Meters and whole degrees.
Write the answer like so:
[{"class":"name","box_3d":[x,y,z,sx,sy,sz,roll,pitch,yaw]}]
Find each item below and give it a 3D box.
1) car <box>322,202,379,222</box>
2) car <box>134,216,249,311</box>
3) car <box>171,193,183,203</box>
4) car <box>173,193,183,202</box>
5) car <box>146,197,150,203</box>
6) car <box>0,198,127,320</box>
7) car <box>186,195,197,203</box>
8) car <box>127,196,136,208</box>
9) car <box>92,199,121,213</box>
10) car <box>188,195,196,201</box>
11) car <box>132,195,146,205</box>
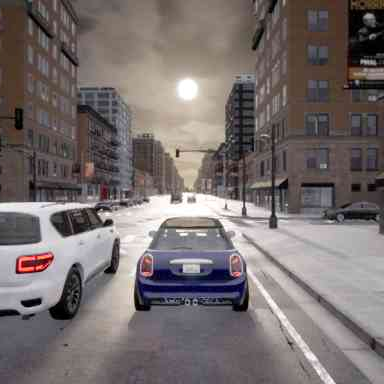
[{"class":"car","box_3d":[12.691,1.542,25.943,4.892,1.490,1.837,0,0,2]},{"class":"car","box_3d":[-0.001,1.351,7.907,2.097,1.767,4.553,0,0,0]},{"class":"car","box_3d":[-3.234,1.199,68.861,2.150,2.045,5.566,0,0,0]},{"class":"car","box_3d":[-3.346,1.201,80.425,2.150,2.045,5.566,0,0,0]},{"class":"car","box_3d":[-9.833,1.582,68.641,1.895,1.301,4.718,0,0,0]},{"class":"car","box_3d":[-3.157,1.222,7.450,2.150,2.045,5.566,0,0,0]},{"class":"car","box_3d":[-0.083,1.472,69.291,2.128,1.511,4.902,0,0,0]},{"class":"car","box_3d":[-9.903,1.591,48.677,1.895,1.301,4.718,0,0,0]},{"class":"car","box_3d":[-9.896,1.541,39.061,2.033,1.411,5.357,0,0,0]},{"class":"car","box_3d":[-0.095,1.442,79.740,1.895,1.301,4.718,0,0,0]},{"class":"car","box_3d":[-9.898,1.338,58.421,2.097,1.767,4.553,0,0,0]}]
